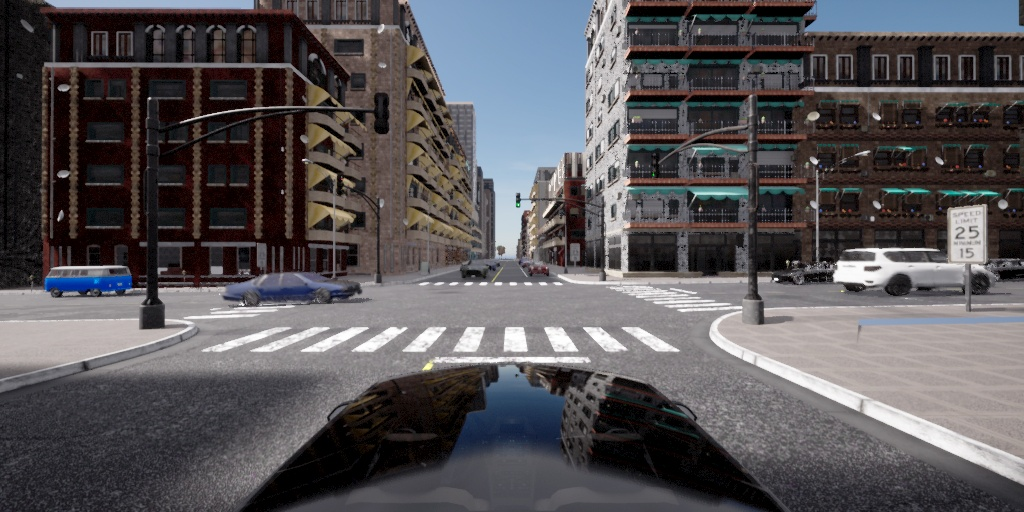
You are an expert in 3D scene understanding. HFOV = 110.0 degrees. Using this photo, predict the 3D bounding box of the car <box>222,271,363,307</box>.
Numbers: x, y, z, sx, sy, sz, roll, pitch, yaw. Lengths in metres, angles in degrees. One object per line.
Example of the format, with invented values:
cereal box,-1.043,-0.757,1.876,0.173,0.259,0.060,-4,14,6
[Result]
car,-9.559,1.391,15.803,5.357,1.411,2.033,-2,0,0

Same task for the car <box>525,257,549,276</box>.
car,2.645,1.195,36.213,1.967,1.591,4.097,0,0,0

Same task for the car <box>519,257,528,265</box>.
car,2.609,1.347,63.885,1.802,1.307,4.207,0,0,0

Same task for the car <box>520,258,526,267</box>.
car,2.616,1.344,58.351,1.802,1.307,4.207,0,0,0

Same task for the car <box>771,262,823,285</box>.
car,18.243,1.012,21.795,4.313,1.339,1.948,0,0,0

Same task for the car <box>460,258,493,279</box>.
car,-3.179,1.107,32.060,2.097,1.767,4.553,0,0,1

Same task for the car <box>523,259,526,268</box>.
car,2.638,1.307,41.747,2.007,1.370,4.403,0,0,0

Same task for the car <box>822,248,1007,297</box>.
car,17.674,0.658,15.977,5.566,2.045,2.150,-1,0,0

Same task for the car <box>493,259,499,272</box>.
car,-3.153,1.109,46.402,2.097,1.767,4.553,0,0,0

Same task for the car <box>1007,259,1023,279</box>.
car,29.569,0.830,21.738,4.313,1.339,1.948,0,0,0

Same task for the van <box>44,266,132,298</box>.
van,-25.394,1.499,21.532,3.998,1.789,1.690,0,0,0
